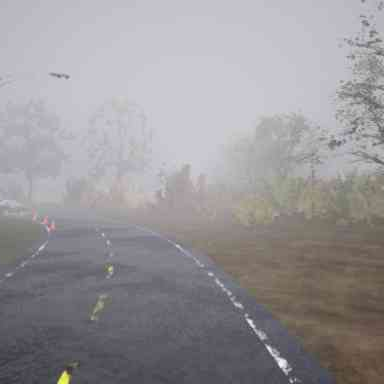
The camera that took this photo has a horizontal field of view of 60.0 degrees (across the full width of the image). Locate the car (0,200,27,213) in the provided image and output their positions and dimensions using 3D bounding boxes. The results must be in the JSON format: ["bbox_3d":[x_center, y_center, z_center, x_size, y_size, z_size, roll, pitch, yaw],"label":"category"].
[{"bbox_3d":[-22.069,1.775,40.786,4.674,1.442,1.812,0,0,38],"label":"car"}]

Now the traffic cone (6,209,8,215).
[{"bbox_3d":[-20.538,2.198,36.970,0.340,0.580,0.340,0,0,42],"label":"traffic cone"}]

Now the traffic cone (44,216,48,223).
[{"bbox_3d":[-11.430,2.146,25.996,0.340,0.580,0.340,0,0,-32],"label":"traffic cone"}]
